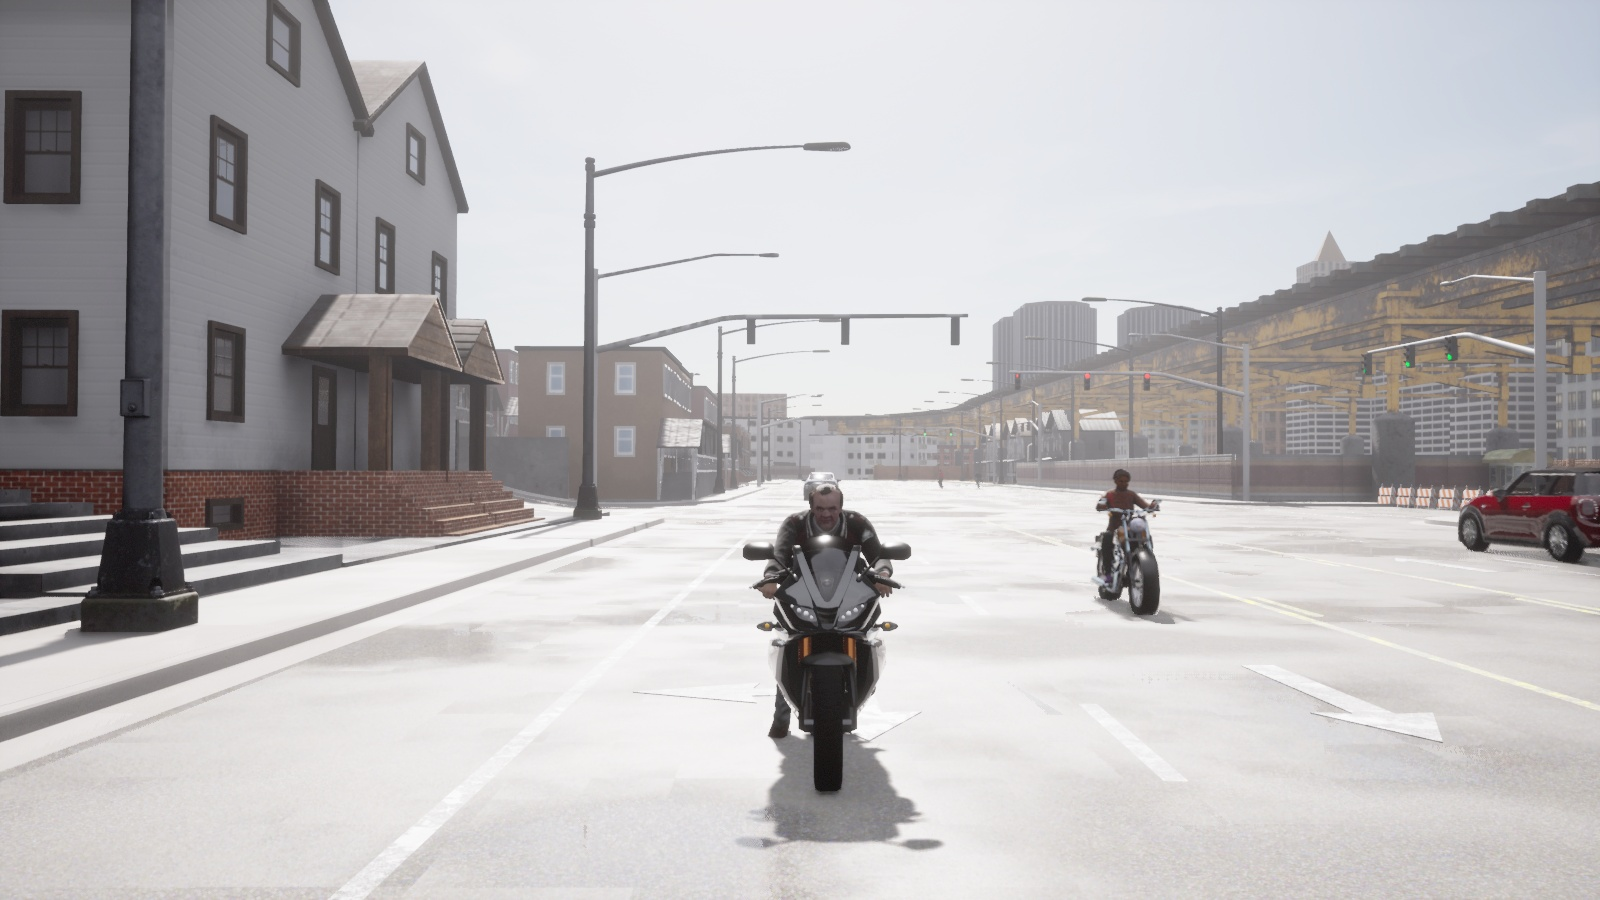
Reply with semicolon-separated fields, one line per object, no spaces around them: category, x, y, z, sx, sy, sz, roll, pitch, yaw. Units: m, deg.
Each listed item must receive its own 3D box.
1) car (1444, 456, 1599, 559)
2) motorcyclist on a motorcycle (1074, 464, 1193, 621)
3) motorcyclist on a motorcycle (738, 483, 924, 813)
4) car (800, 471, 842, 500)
car;14.433;1.015;23.850;2.097;1.767;4.553;0;-1;1
motorcyclist on a motorcycle;3.781;0.992;14.450;0.766;1.649;2.350;0;-1;1
motorcyclist on a motorcycle;0.163;0.965;7.041;0.866;1.530;2.191;-1;-1;1
car;1.191;1.906;68.064;2.128;1.511;4.902;0;-1;2
